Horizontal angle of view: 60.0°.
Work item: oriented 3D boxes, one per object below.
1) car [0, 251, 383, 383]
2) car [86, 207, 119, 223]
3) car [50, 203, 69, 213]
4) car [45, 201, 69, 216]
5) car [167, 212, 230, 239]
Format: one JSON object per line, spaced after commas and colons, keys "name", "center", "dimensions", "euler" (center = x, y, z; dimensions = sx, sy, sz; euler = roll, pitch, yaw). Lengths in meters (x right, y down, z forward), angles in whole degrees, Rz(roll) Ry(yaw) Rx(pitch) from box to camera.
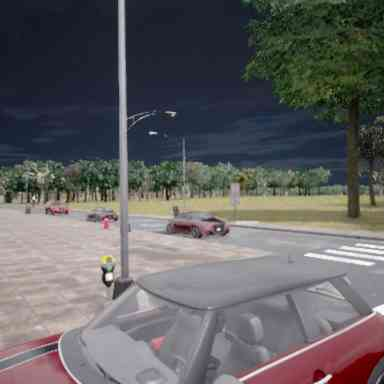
{"name": "car", "center": [-0.007, 1.438, 2.820], "dimensions": [4.097, 1.590, 1.967], "euler": [0, -1, -36]}
{"name": "car", "center": [-8.577, 2.144, 31.716], "dimensions": [1.994, 1.385, 4.181], "euler": [-1, -1, -35]}
{"name": "car", "center": [-22.280, 2.596, 55.965], "dimensions": [1.837, 1.490, 4.892], "euler": [-1, -1, -36]}
{"name": "car", "center": [-18.921, 2.247, 46.353], "dimensions": [2.150, 2.045, 5.566], "euler": [-1, -1, -36]}
{"name": "car", "center": [0.262, 1.844, 19.332], "dimensions": [1.994, 1.385, 4.181], "euler": [-1, -1, -36]}
